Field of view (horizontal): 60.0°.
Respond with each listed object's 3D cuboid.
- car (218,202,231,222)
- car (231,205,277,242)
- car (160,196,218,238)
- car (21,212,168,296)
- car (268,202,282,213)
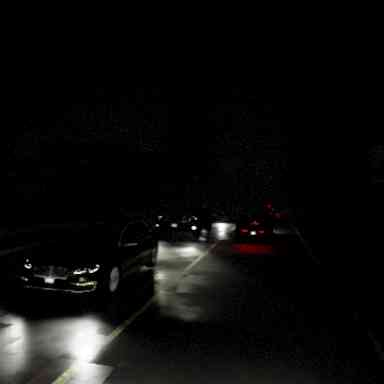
[{"bbox_3d":[2.233,1.660,28.443,1.837,1.490,4.892,2,0,15],"label":"car"},{"bbox_3d":[3.403,1.677,17.817,1.837,1.490,4.892,2,0,13],"label":"car"},{"bbox_3d":[-0.215,1.259,18.448,2.150,2.045,5.566,2,0,13],"label":"car"},{"bbox_3d":[-2.237,1.442,8.662,1.837,1.490,4.892,2,0,11],"label":"car"},{"bbox_3d":[11.658,2.082,46.938,1.812,1.442,4.674,2,0,19],"label":"car"}]
